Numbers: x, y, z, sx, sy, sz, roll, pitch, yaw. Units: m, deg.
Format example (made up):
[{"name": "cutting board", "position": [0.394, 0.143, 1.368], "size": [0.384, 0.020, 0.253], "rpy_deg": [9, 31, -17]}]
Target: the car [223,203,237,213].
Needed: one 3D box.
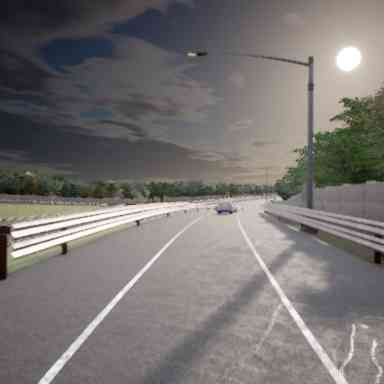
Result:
[{"name": "car", "position": [6.258, 2.587, 54.090], "size": [1.812, 1.442, 4.674], "rpy_deg": [1, -2, 12]}]

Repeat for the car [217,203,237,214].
[{"name": "car", "position": [4.345, 2.146, 43.466], "size": [2.033, 1.411, 5.357], "rpy_deg": [1, -2, 10]}]
